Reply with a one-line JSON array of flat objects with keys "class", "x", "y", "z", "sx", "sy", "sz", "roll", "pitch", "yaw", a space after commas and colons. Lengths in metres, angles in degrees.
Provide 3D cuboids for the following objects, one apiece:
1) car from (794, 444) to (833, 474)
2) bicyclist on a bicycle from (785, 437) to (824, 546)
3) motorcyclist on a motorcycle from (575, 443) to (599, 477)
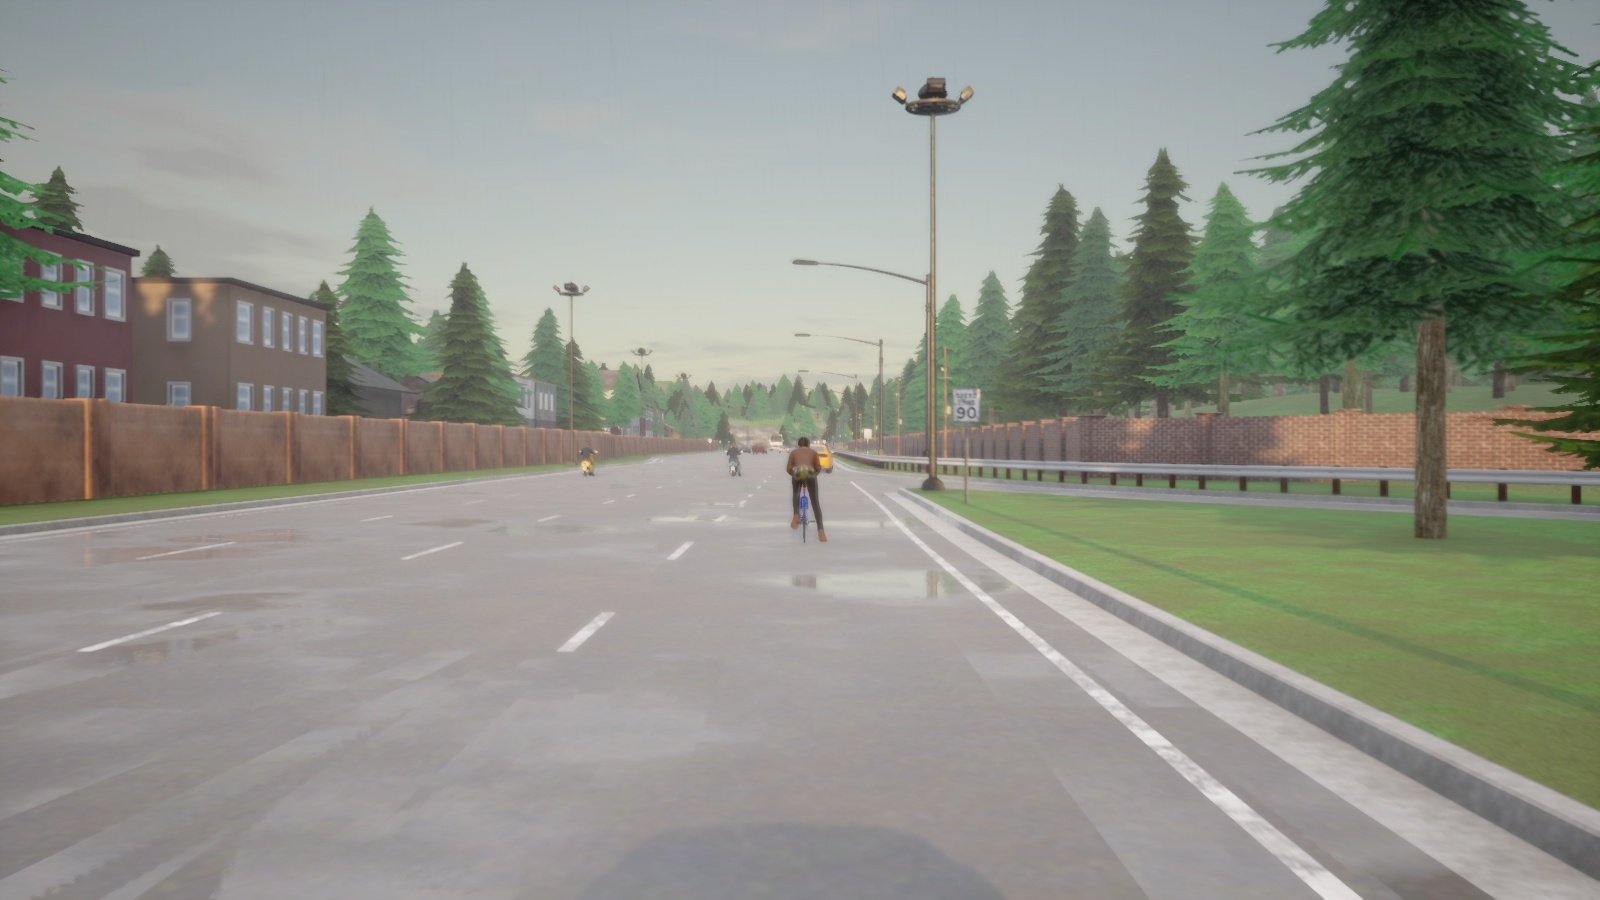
[{"class": "car", "x": 0.752, "y": 0.455, "z": 67.169, "sx": 1.882, "sy": 1.535, "sz": 5.008, "roll": 0, "pitch": 0, "yaw": 3}, {"class": "bicyclist on a bicycle", "x": 0.065, "y": 0.621, "z": 19.537, "sx": 0.582, "sy": 1.620, "sz": 1.656, "roll": 0, "pitch": 0, "yaw": 0}, {"class": "motorcyclist on a motorcycle", "x": -10.169, "y": 0.451, "z": 60.020, "sx": 0.866, "sy": 1.590, "sz": 1.817, "roll": 0, "pitch": 0, "yaw": 0}]
